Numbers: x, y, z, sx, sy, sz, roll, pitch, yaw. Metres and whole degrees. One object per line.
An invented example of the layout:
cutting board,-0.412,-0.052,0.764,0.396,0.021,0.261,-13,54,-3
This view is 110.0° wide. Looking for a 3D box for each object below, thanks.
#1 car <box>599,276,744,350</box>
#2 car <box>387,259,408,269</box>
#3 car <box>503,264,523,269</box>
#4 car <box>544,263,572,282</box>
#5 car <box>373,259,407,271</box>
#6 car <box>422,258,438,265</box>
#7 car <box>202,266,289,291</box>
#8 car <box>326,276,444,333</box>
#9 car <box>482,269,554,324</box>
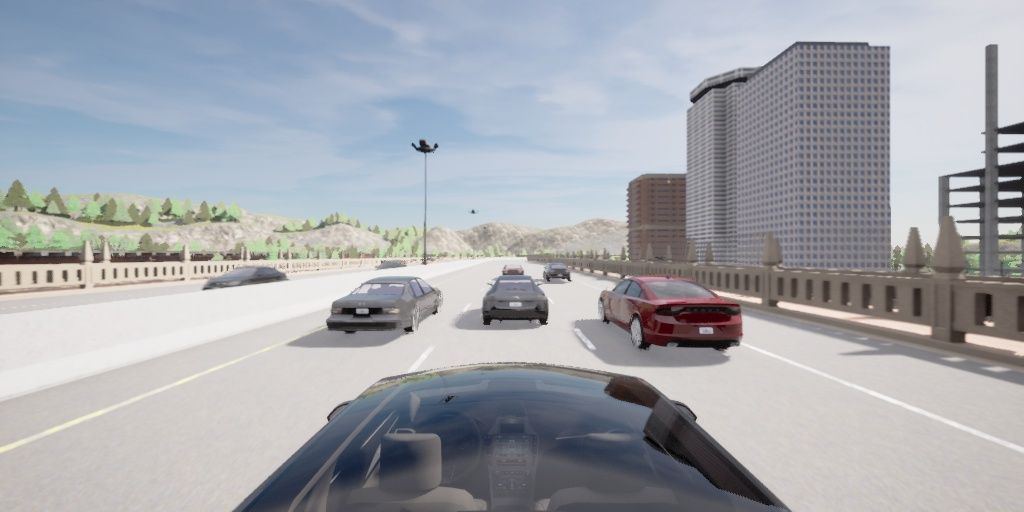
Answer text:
car,3.599,1.228,9.111,1.882,1.535,5.008,0,0,0
car,-17.841,1.230,56.163,1.882,1.535,5.008,0,0,-1
car,0.098,1.352,31.723,1.895,1.301,4.718,0,0,0
car,3.599,1.277,29.106,1.812,1.442,4.674,0,0,0
car,-10.592,1.256,31.269,1.837,1.490,4.892,0,0,0
car,-14.544,1.158,63.778,2.097,1.767,4.553,0,0,-2
car,-14.086,1.276,19.343,1.812,1.442,4.674,0,0,0
car,-3.400,1.298,10.656,2.033,1.411,5.357,0,0,0
car,0.100,1.315,11.976,1.994,1.385,4.181,0,0,0
